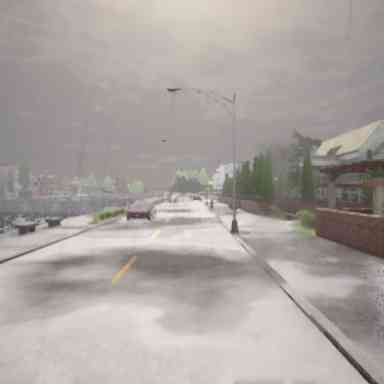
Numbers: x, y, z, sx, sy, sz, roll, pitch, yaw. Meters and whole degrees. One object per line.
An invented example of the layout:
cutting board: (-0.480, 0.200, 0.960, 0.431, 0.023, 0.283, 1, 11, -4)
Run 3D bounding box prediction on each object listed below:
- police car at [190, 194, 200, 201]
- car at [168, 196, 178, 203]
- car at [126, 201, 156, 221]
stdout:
police car: (1.218, 1.465, 90.532, 1.930, 1.638, 5.238, 0, 0, 0)
car: (-3.986, 1.553, 69.213, 2.128, 1.511, 4.902, 0, 0, 0)
car: (-4.091, 1.489, 27.347, 1.882, 1.535, 5.008, 0, 0, 0)
